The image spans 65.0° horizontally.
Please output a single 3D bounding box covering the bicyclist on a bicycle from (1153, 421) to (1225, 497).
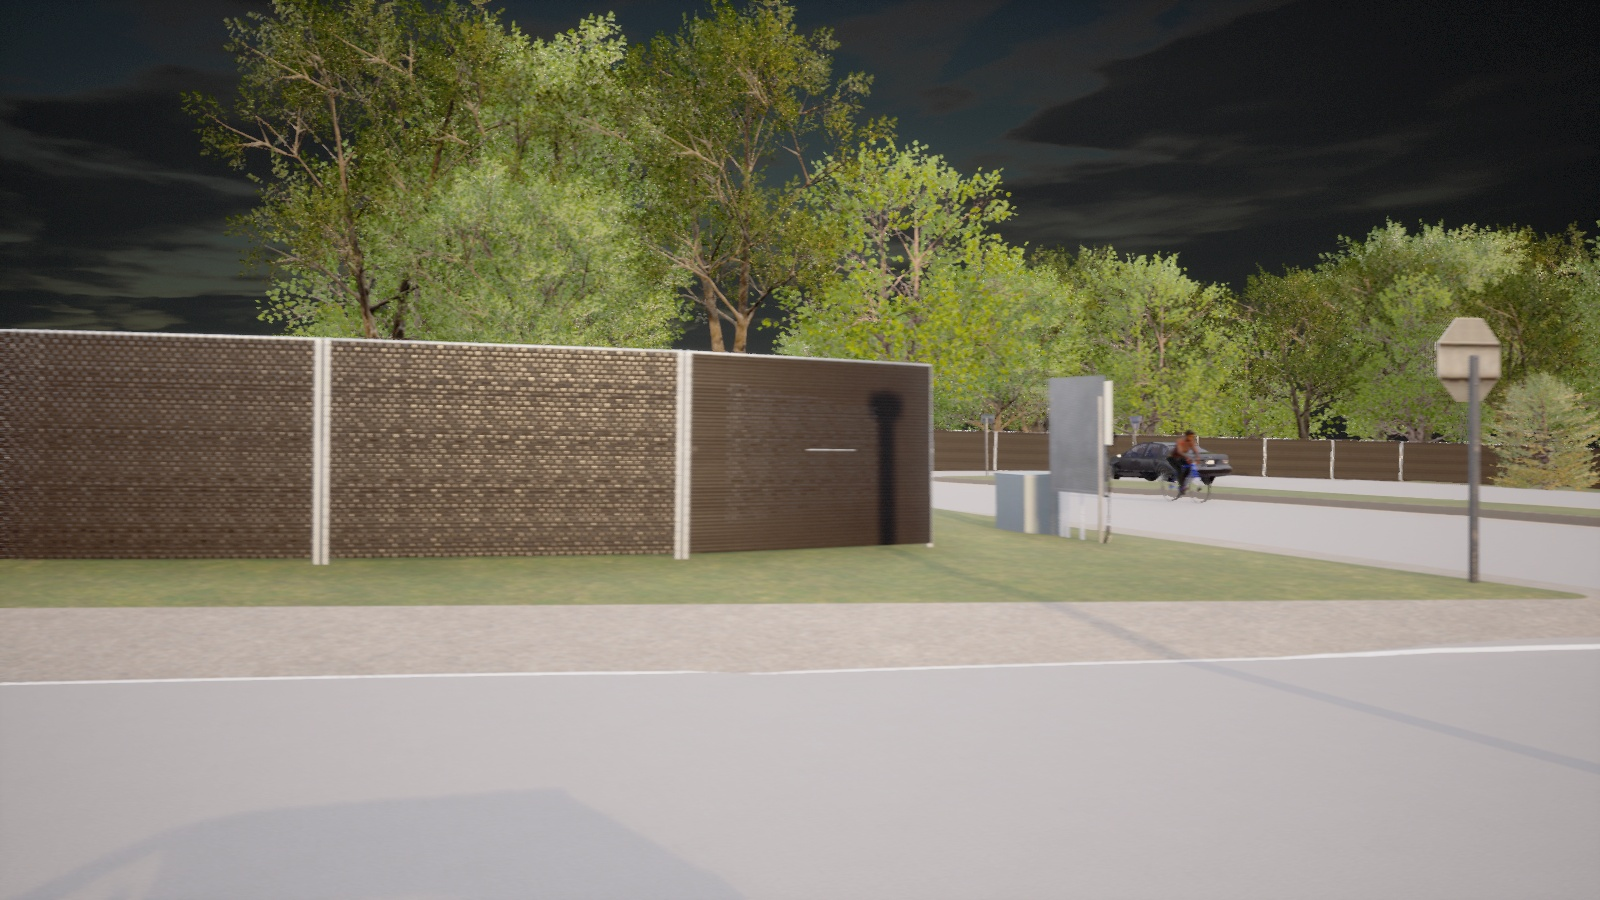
[{"bbox_3d":[8.564,0.193,27.722,0.582,1.620,1.656,-2,1,-21],"label":"bicyclist on a bicycle"}]

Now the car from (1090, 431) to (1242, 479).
[{"bbox_3d":[11.966,0.146,41.516,2.033,1.411,5.357,-2,1,-20],"label":"car"}]
